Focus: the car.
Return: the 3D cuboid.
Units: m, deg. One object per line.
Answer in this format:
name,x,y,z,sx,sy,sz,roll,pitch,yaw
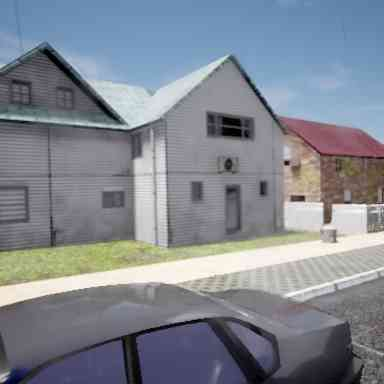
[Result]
car,-0.855,1.546,2.460,5.357,1.411,2.033,0,0,-35
